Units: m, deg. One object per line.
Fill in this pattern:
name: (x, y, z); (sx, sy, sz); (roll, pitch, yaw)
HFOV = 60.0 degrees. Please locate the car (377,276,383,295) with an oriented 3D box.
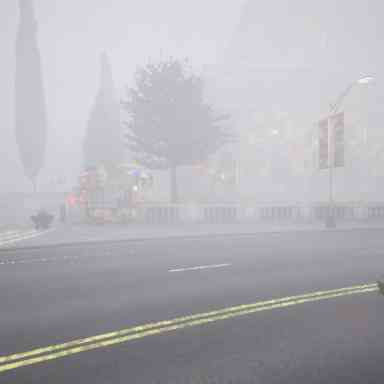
car: (6.249, 1.548, 6.510); (5.357, 1.411, 2.033); (0, 0, -20)
